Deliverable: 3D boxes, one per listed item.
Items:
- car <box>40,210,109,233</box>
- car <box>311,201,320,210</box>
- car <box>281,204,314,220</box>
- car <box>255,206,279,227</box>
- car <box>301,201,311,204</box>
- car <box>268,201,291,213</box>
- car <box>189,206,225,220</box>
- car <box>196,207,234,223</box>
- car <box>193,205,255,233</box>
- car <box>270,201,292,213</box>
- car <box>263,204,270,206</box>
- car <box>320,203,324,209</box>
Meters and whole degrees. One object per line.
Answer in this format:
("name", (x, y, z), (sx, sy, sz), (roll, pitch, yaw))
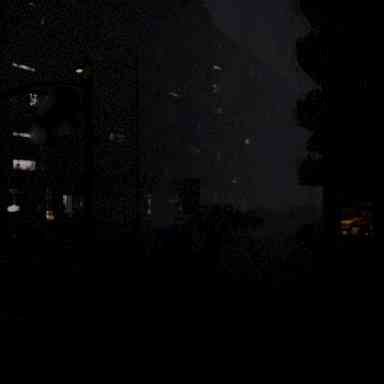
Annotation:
("car", (-8.082, 1.983, 23.314), (1.752, 1.417, 4.829), (-2, -2, 35))
("car", (24.488, 2.792, 69.859), (2.192, 1.841, 5.009), (-2, -2, 35))
("car", (11.881, 2.372, 37.276), (1.802, 1.307, 4.206), (-2, -2, 35))
("car", (5.385, 2.131, 27.998), (1.887, 1.381, 4.507), (-2, -2, 35))
("car", (21.244, 2.922, 65.213), (1.887, 1.381, 4.507), (-2, -2, 35))
("car", (14.746, 2.491, 55.939), (2.192, 1.841, 5.009), (-2, -2, 35))
("car", (1.759, 2.314, 37.373), (1.887, 1.381, 4.507), (-2, -2, 35))
("car", (2.448, 2.262, 33.812), (1.994, 1.385, 4.181), (-1, -1, 35))
("car", (2.135, 1.798, 23.365), (2.192, 1.841, 5.009), (-2, -2, 35))
("car", (14.004, 2.428, 50.158), (2.097, 1.767, 4.553), (-1, -1, 35))
("car", (11.403, 2.597, 51.154), (1.752, 1.417, 4.829), (-2, -2, 35))
("car", (30.987, 3.218, 79.133), (1.887, 1.381, 4.507), (-2, -2, 35))
